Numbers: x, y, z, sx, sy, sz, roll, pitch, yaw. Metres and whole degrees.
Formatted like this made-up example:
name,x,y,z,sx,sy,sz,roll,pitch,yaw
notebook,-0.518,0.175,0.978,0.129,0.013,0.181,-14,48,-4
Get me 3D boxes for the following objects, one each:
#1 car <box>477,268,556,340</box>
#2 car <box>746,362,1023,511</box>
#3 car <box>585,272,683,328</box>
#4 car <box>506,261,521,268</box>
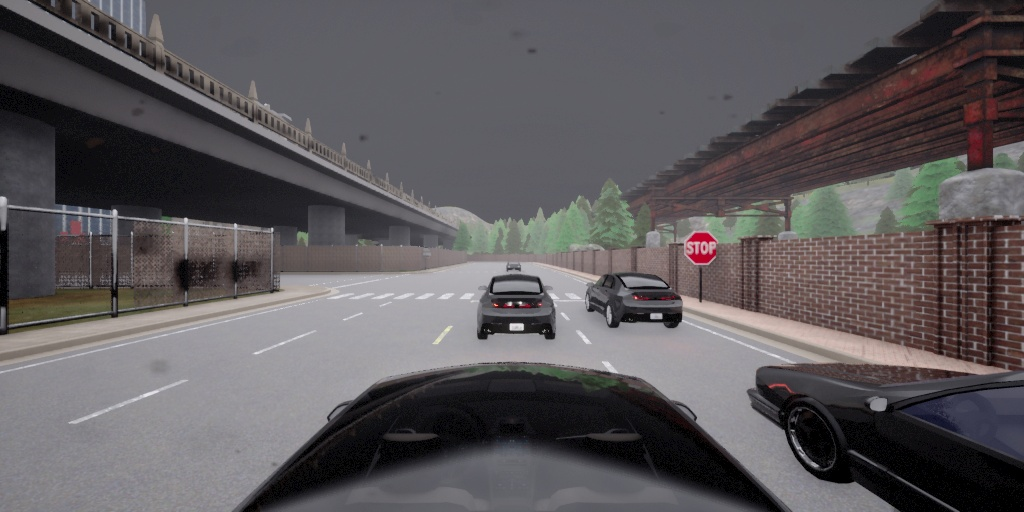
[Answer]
name,x,y,z,sx,sy,sz,roll,pitch,yaw
car,0.103,1.255,9.998,1.837,1.490,4.892,0,0,0
car,3.600,1.297,1.609,2.033,1.411,5.357,0,0,0
car,3.606,1.255,11.355,1.837,1.490,4.892,0,0,0
car,0.209,1.351,46.282,1.895,1.301,4.718,0,0,-1
